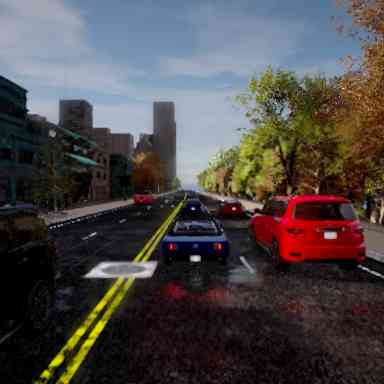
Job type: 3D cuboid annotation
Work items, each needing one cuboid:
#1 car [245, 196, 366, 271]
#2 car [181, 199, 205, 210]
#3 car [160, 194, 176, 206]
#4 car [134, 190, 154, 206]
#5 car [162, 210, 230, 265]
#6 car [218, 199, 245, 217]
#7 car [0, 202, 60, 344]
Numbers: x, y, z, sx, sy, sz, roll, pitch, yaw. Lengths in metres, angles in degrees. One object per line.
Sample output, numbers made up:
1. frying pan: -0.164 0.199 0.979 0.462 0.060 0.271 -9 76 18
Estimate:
1. car: 3.348 1.121 10.714 2.150 2.045 5.566 0 0 0
2. car: 0.097 1.299 28.515 1.994 1.385 4.181 0 1 0
3. car: -3.329 1.062 46.471 2.128 1.511 4.902 0 0 0
4. car: -6.581 0.796 46.097 2.150 2.045 5.566 0 0 0
5. car: 0.099 1.496 11.254 1.895 1.301 4.718 0 1 0
6. car: 3.347 1.300 28.458 1.994 1.385 4.181 0 1 0
7. car: -3.352 1.188 3.542 2.150 2.045 5.566 0 1 0
